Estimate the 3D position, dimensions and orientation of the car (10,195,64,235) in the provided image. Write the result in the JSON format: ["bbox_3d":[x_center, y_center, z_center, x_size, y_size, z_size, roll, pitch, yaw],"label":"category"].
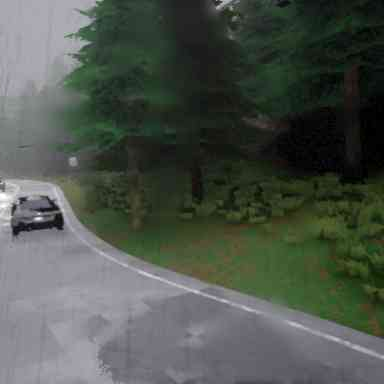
[{"bbox_3d":[-7.043,0.845,14.970,1.994,1.385,4.181,-6,8,-28],"label":"car"}]

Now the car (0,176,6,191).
[{"bbox_3d":[-18.676,-0.789,31.403,1.895,1.301,4.718,-5,8,-28],"label":"car"}]

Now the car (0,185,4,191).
[{"bbox_3d":[-14.295,-0.038,22.234,2.097,1.767,4.553,-5,8,-24],"label":"car"}]
